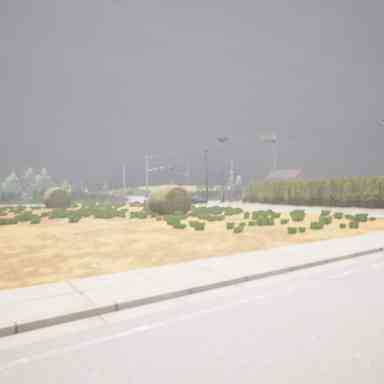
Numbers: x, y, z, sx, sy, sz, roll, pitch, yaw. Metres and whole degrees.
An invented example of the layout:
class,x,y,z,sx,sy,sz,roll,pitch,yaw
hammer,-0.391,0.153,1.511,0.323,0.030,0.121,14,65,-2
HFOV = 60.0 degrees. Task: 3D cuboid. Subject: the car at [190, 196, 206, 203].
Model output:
class,x,y,z,sx,sy,sz,roll,pitch,yaw
car,0.314,1.328,54.827,2.033,1.411,5.357,-1,0,-33
